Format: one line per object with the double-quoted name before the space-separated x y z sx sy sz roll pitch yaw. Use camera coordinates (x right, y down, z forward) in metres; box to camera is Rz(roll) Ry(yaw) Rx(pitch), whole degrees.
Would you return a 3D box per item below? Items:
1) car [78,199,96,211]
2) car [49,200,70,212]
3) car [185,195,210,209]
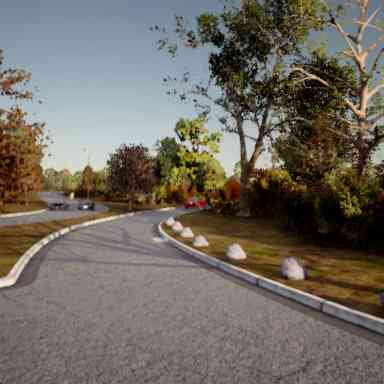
"car" -13.459 1.669 42.786 2.128 1.511 4.902 0 0 -12
"car" -16.593 1.724 41.935 1.994 1.385 4.181 0 0 -12
"car" 0.646 1.502 47.817 2.097 1.767 4.553 0 1 22
